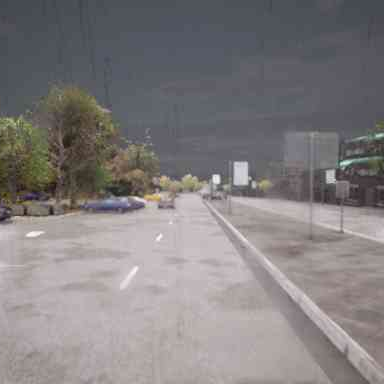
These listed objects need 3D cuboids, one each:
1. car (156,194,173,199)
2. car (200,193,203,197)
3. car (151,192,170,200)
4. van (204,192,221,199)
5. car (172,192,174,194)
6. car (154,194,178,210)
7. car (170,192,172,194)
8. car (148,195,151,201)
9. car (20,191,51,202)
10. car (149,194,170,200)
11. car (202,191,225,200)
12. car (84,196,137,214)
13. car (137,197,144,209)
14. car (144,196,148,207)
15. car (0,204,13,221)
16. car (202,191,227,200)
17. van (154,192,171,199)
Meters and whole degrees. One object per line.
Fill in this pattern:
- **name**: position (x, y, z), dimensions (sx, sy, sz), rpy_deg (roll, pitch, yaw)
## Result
- **car**: position (-7.591, 1.202, 92.964), dimensions (4.674, 1.452, 2.002), rpy_deg (0, 0, 0)
- **car**: position (5.325, 0.868, 76.140), dimensions (5.566, 2.045, 2.435), rpy_deg (0, 0, 0)
- **car**: position (-7.768, 1.120, 70.689), dimensions (5.008, 1.535, 2.097), rpy_deg (0, 0, 1)
- **van**: position (5.582, 0.930, 90.154), dimensions (4.442, 1.987, 1.878), rpy_deg (0, 0, 0)
- **car**: position (-7.625, 1.001, 84.613), dimensions (4.553, 1.767, 2.185), rpy_deg (0, 0, 0)
- **car**: position (-2.994, 1.319, 39.781), dimensions (1.812, 1.442, 4.674), rpy_deg (0, 0, 1)
- **car**: position (-7.731, 1.112, 76.258), dimensions (5.008, 1.535, 2.097), rpy_deg (0, 0, 1)
- **car**: position (-8.022, 1.299, 42.206), dimensions (4.674, 1.452, 2.002), rpy_deg (0, 0, 1)
- **car**: position (-26.222, 0.687, 55.680), dimensions (4.553, 1.767, 2.097), rpy_deg (1, 3, 0)
- **car**: position (-7.704, 1.155, 79.044), dimensions (4.674, 1.452, 2.002), rpy_deg (0, 0, 1)
- **car**: position (5.395, 0.882, 84.550), dimensions (5.566, 2.045, 2.435), rpy_deg (0, 0, 0)
- **car**: position (-8.107, 1.347, 32.508), dimensions (4.674, 1.452, 2.002), rpy_deg (0, 0, 1)
- **car**: position (-8.076, 1.292, 35.784), dimensions (4.892, 1.521, 2.231), rpy_deg (0, 0, 0)
- **car**: position (-8.058, 1.274, 39.057), dimensions (5.008, 1.535, 2.097), rpy_deg (0, 0, 1)
- **car**: position (-13.344, 1.211, 20.349), dimensions (4.181, 1.385, 1.994), rpy_deg (0, 3, -9)
- **car**: position (5.336, 1.123, 73.339), dimensions (4.892, 1.521, 2.231), rpy_deg (0, 0, 1)
- **van**: position (-7.751, 0.910, 87.395), dimensions (4.442, 1.987, 1.878), rpy_deg (0, 0, 0)
